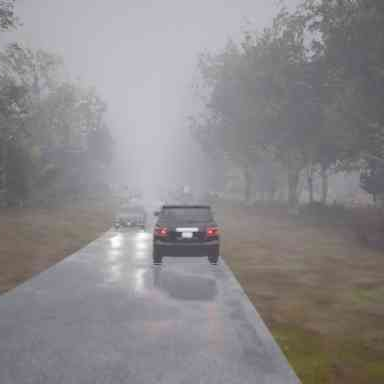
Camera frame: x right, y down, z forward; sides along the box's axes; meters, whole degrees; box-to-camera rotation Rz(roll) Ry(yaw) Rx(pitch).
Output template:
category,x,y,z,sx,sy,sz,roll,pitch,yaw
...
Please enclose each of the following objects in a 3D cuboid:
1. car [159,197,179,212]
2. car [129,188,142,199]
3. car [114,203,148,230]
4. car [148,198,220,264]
category,x,y,z,sx,sy,sz,roll,pitch,yaw
car,-2.603,1.311,36.611,1.895,1.301,4.718,1,1,-8
car,-10.596,0.289,62.300,2.150,2.045,5.566,1,1,-13
car,-3.835,1.525,21.487,1.837,1.490,4.892,1,1,-5
car,-0.279,1.345,12.570,2.150,2.045,5.566,0,0,-3
